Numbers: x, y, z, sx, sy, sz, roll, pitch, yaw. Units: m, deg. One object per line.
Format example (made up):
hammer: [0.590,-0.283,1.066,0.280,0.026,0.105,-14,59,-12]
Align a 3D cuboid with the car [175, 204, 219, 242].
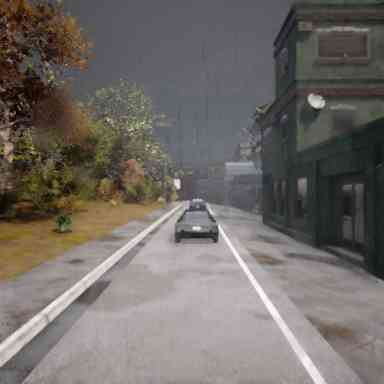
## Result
car: [0.222,1.505,16.125,1.994,1.385,4.181,0,0,1]

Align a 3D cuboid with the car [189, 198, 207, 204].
car: [0.640,1.384,37.075,1.812,1.442,4.674,0,0,1]
